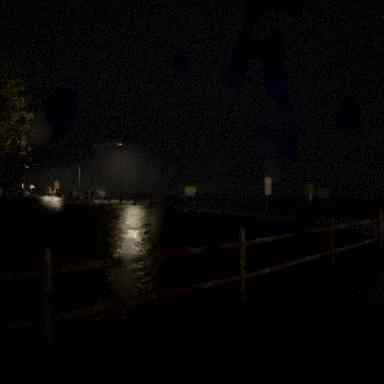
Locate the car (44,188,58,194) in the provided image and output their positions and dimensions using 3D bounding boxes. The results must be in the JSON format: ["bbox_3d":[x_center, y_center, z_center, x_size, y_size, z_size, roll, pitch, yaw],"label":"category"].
[{"bbox_3d":[-36.387,-0.142,86.614,1.882,1.535,5.008,0,0,-33],"label":"car"}]

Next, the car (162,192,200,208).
[{"bbox_3d":[-1.143,0.756,32.616,2.128,1.511,4.902,0,1,-36],"label":"car"}]

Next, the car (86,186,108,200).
[{"bbox_3d":[-14.805,0.082,51.912,2.150,2.045,5.566,0,1,-35],"label":"car"}]
